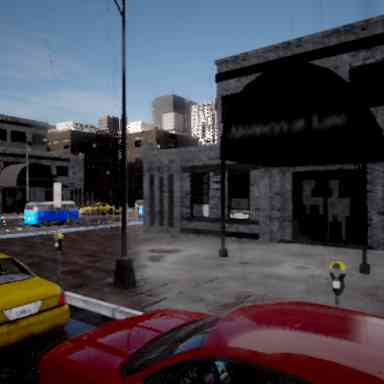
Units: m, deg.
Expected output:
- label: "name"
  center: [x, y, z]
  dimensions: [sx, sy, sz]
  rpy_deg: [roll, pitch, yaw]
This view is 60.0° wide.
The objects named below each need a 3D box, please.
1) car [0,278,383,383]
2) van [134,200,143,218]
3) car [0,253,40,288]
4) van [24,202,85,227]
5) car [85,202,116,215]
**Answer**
- label: "car"
  center: [0.635, 1.553, 2.416]
  dimensions: [4.507, 1.381, 1.887]
  rpy_deg: [-1, 0, 36]
- label: "van"
  center: [-4.101, 1.675, 34.072]
  dimensions: [1.690, 1.788, 3.998]
  rpy_deg: [0, 0, 35]
- label: "car"
  center: [-4.141, 1.593, 5.824]
  dimensions: [4.829, 1.417, 1.752]
  rpy_deg: [-1, 0, 36]
- label: "van"
  center: [-10.449, 1.645, 25.034]
  dimensions: [1.690, 1.788, 3.998]
  rpy_deg: [0, 0, 35]
- label: "car"
  center: [-11.045, 1.885, 38.763]
  dimensions: [1.752, 1.417, 4.829]
  rpy_deg: [0, 0, 35]
